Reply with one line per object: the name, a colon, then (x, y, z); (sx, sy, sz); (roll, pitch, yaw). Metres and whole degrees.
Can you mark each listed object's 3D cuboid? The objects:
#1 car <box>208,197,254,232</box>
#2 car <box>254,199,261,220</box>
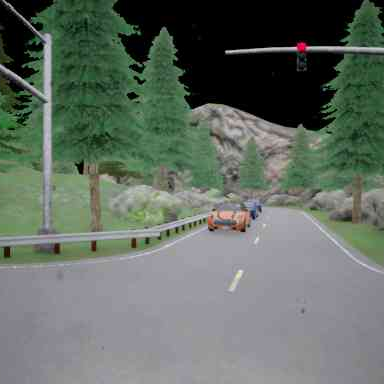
car: (2.368, 1.383, 20.291); (2.097, 1.767, 4.553); (0, 0, 15)
car: (4.734, 1.522, 29.116); (1.882, 1.535, 5.008); (0, 0, 15)
